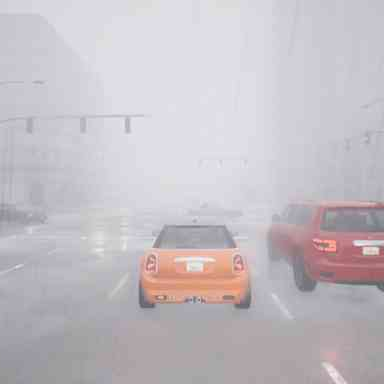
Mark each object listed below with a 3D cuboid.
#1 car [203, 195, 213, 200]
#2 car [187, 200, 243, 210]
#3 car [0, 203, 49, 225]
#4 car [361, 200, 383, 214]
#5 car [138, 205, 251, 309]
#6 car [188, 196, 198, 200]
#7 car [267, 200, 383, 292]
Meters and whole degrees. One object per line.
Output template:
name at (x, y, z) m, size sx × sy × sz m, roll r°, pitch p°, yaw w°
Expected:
car at (3.612, 1.507, 74.389) m, size 1.812 × 1.442 × 4.674 m, roll 0°, pitch 0°, yaw 0°
car at (2.014, 1.594, 28.223) m, size 4.718 × 1.301 × 1.895 m, roll 0°, pitch 0°, yaw 1°
car at (-12.460, 1.520, 23.642) m, size 4.674 × 1.442 × 1.812 m, roll 0°, pitch -1°, yaw 20°
car at (20.508, 1.556, 35.209) m, size 4.181 × 1.385 × 1.994 m, roll 0°, pitch 0°, yaw 1°
car at (0.069, 1.350, 8.037) m, size 2.097 × 1.767 × 4.553 m, roll 0°, pitch 0°, yaw 1°
car at (0.193, 1.511, 61.307) m, size 1.812 × 1.442 × 4.674 m, roll 0°, pitch 0°, yaw 1°
car at (3.547, 1.219, 9.059) m, size 2.150 × 2.045 × 5.566 m, roll 0°, pitch 0°, yaw 2°
